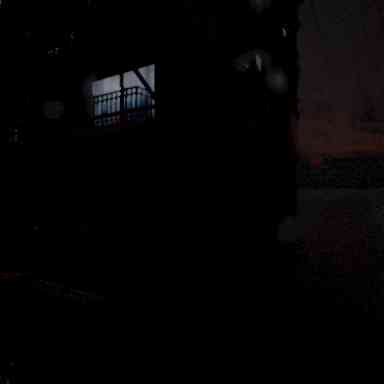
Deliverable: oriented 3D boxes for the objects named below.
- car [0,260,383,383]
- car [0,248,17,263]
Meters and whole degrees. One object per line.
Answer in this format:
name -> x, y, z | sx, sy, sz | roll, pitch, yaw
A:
car -> -0.214, 1.555, 3.028 | 4.313, 1.339, 1.947 | 0, 0, 35
car -> -4.804, 1.499, 6.301 | 4.507, 1.381, 1.887 | 0, 0, 35
